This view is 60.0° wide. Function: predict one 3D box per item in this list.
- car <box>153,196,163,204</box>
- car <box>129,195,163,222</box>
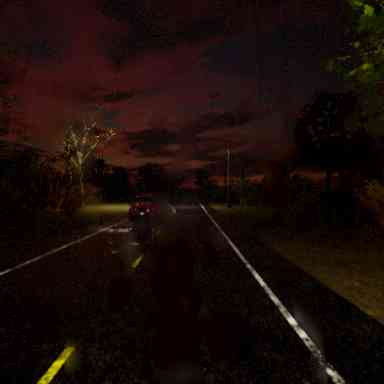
[{"bbox_3d":[-6.876,1.501,66.989,1.837,1.490,4.892,0,1,-6],"label":"car"},{"bbox_3d":[-3.677,1.248,27.084,2.150,2.045,5.566,0,0,-1],"label":"car"}]
